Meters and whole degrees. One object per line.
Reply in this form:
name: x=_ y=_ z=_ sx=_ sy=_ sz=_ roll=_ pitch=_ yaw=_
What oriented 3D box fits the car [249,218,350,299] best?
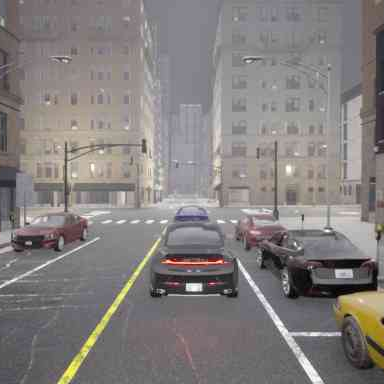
car: x=2.843 y=1.564 z=8.305 sx=1.947 sy=1.339 sz=4.313 roll=-1 pitch=0 yaw=0

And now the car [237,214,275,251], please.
car: x=2.829 y=1.578 z=13.890 sx=1.802 sy=1.307 sz=4.206 roll=-1 pitch=0 yaw=0

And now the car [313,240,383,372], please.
car: x=2.855 y=1.525 z=2.888 sx=1.752 sy=1.417 sz=4.829 roll=-1 pitch=0 yaw=0

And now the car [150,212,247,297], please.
car: x=0.046 y=1.503 z=8.533 sx=1.837 sy=1.490 sz=4.892 roll=0 pitch=0 yaw=0

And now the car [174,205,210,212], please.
car: x=-0.012 y=1.473 z=18.483 sx=1.882 sy=1.535 sz=5.008 roll=0 pitch=0 yaw=0

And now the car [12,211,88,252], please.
car: x=-5.716 y=1.541 z=13.867 sx=1.887 sy=1.381 sz=4.507 roll=-1 pitch=0 yaw=0
